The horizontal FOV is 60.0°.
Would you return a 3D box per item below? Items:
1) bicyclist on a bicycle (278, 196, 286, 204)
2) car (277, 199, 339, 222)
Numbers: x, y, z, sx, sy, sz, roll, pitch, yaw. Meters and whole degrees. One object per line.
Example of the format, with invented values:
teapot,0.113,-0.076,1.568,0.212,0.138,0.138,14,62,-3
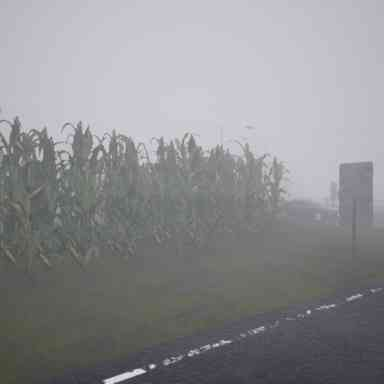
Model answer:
bicyclist on a bicycle,9.327,1.246,34.080,1.656,1.620,0.582,-1,1,-36
car,8.642,1.310,24.814,1.837,1.490,4.892,1,0,-36
